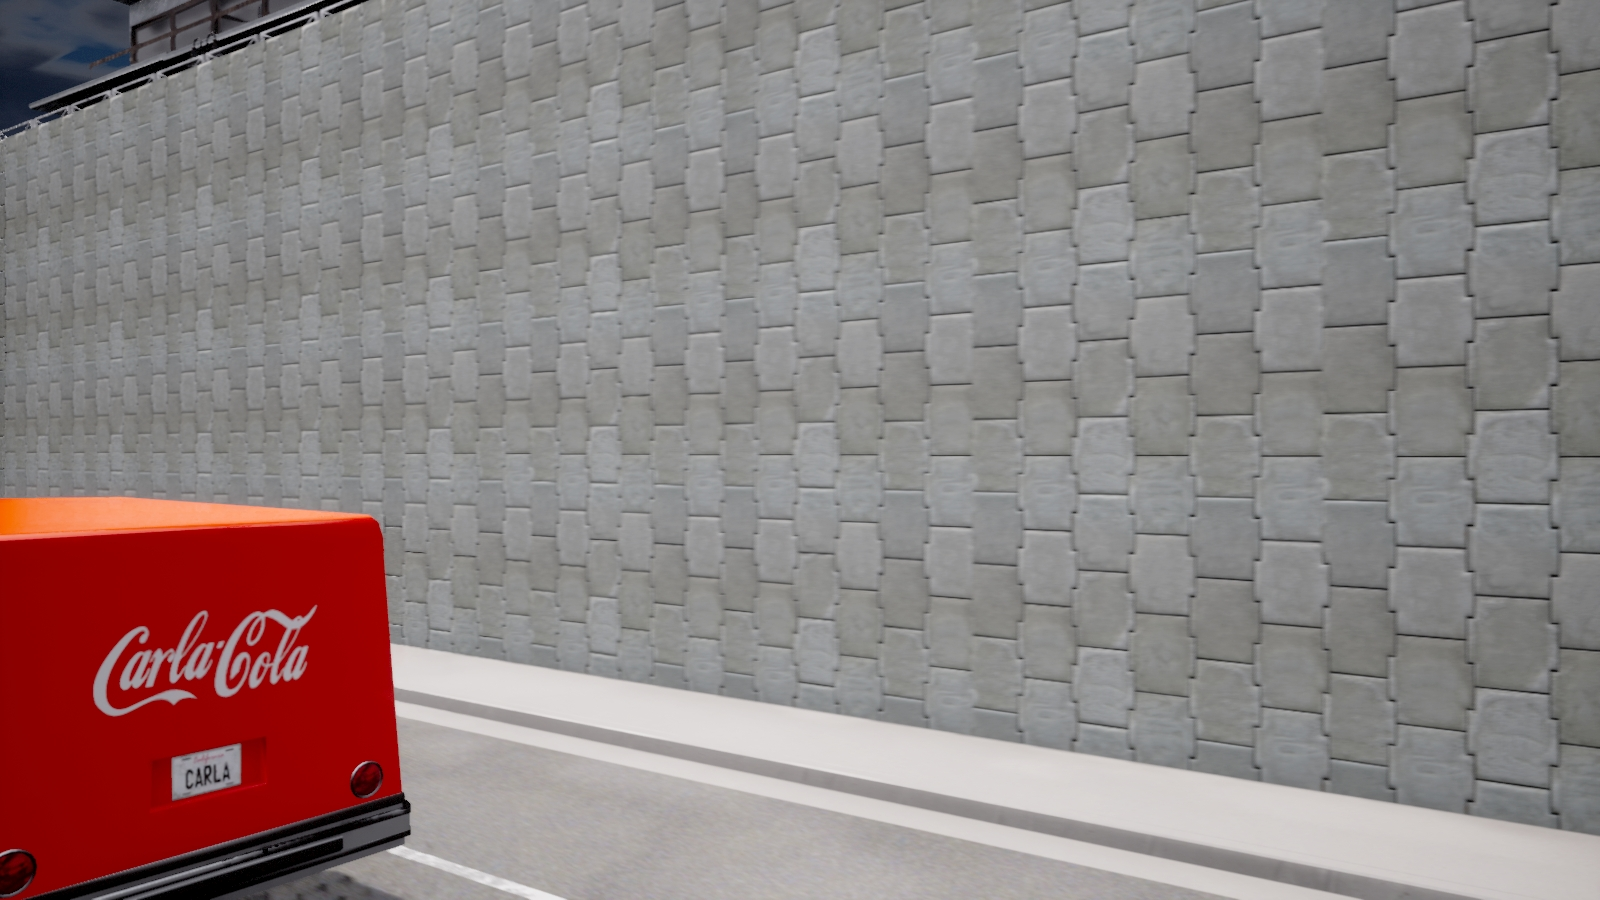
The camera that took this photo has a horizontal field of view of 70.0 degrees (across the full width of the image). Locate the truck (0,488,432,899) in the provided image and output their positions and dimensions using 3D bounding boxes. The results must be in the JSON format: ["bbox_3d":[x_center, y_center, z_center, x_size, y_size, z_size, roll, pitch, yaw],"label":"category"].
[{"bbox_3d":[-5.131,1.568,7.419,5.204,2.467,2.627,0,0,36],"label":"truck"}]
